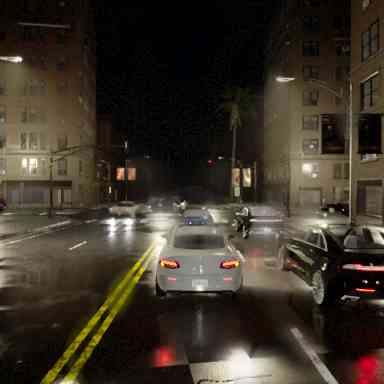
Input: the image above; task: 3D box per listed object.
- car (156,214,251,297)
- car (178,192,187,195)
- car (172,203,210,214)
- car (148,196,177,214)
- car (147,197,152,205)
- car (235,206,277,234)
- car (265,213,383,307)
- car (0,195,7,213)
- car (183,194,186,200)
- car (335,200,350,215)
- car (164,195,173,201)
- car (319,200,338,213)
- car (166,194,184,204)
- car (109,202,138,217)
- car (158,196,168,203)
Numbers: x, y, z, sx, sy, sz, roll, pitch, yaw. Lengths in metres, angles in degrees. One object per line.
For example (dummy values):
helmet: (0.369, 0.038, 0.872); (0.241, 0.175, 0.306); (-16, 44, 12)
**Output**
car: (0.163, 1.524, 8.455); (1.812, 1.442, 4.674); (0, 0, 0)
car: (-2.604, 1.031, 85.620); (2.150, 2.045, 5.566); (0, 0, 0)
car: (0.233, 1.544, 17.909); (2.033, 1.411, 5.357); (0, 0, 0)
car: (-3.066, 1.518, 35.488); (2.033, 1.411, 5.357); (0, 1, 1)
car: (-6.177, 1.539, 55.160); (2.033, 1.411, 5.357); (0, 0, 1)
car: (3.379, 1.488, 17.219); (2.128, 1.511, 4.902); (0, 0, 0)
car: (3.388, 1.490, 7.911); (2.128, 1.511, 4.902); (0, 0, 1)
car: (-20.689, 1.345, 31.982); (5.008, 1.535, 1.882); (0, 1, -8)
car: (-2.719, 1.578, 70.449); (1.895, 1.301, 4.718); (0, 0, 0)
car: (16.451, 1.762, 31.598); (4.313, 1.339, 1.947); (0, 0, 1)
car: (-5.875, 1.461, 82.882); (1.994, 1.385, 4.181); (0, 0, 0)
car: (17.016, 1.592, 37.542); (5.008, 1.535, 1.882); (0, 1, 1)
car: (-2.901, 1.538, 57.739); (2.033, 1.411, 5.357); (0, 0, 1)
car: (-6.349, 1.611, 31.345); (1.895, 1.301, 4.718); (0, 1, 0)
car: (-5.981, 1.509, 69.032); (1.812, 1.442, 4.674); (0, 0, 0)
